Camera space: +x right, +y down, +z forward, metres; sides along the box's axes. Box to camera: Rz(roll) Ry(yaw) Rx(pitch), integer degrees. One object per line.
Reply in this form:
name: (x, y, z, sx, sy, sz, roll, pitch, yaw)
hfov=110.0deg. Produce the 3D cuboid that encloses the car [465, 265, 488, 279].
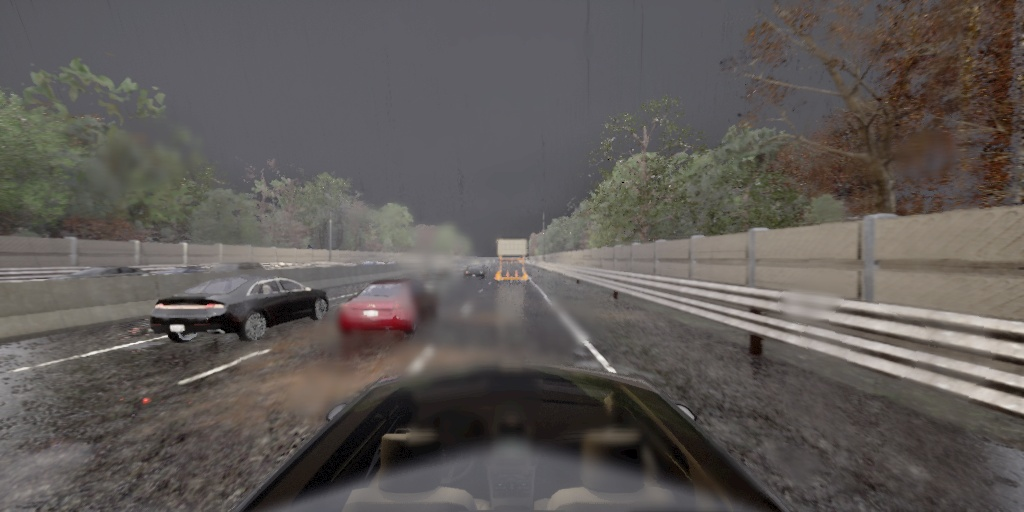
car: (-3.389, 1.546, 34.938, 1.895, 1.301, 4.718, 0, 0, 0)

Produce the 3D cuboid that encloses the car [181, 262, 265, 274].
car: (-17.577, 1.222, 22.603, 2.097, 1.767, 4.553, 0, 0, 0)

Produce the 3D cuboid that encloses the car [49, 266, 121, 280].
car: (-24.582, 1.369, 21.610, 1.837, 1.490, 4.892, 0, 0, 0)

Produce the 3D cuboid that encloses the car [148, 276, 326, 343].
car: (-6.898, 1.287, 9.823, 2.128, 1.511, 4.902, 0, 0, 0)

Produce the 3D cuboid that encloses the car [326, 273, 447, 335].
car: (-3.398, 1.364, 10.666, 1.994, 1.385, 4.181, 0, 0, 0)

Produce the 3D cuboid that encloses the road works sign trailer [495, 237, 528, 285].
road works sign trailer: (0.007, 0.364, 27.646, 2.380, 3.560, 2.880, 0, 0, 0)

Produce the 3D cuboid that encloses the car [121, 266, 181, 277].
car: (-21.079, 1.421, 23.061, 2.033, 1.411, 5.357, 0, 0, 0)

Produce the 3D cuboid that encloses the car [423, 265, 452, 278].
car: (-6.890, 1.538, 33.630, 1.895, 1.301, 4.718, 0, 0, 0)
